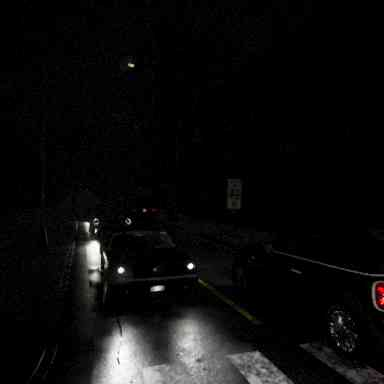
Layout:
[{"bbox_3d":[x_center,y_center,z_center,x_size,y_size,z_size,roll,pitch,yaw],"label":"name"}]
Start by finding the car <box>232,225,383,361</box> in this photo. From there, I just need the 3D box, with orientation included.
[{"bbox_3d":[2.525,1.413,6.387,2.097,1.767,4.553,1,-1,-18],"label":"car"}]

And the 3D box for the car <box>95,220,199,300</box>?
[{"bbox_3d":[-1.391,1.653,8.802,1.895,1.301,4.718,1,-1,-18],"label":"car"}]

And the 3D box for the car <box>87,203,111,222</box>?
[{"bbox_3d":[-8.674,1.804,30.848,1.882,1.535,5.008,1,-1,-18],"label":"car"}]

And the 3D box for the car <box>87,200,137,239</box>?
[{"bbox_3d":[-4.598,1.508,18.511,2.097,1.767,4.553,1,-1,-19],"label":"car"}]

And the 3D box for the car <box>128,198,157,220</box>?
[{"bbox_3d":[-4.394,1.521,27.272,2.150,2.045,5.566,1,-1,-18],"label":"car"}]

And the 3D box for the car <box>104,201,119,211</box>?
[{"bbox_3d":[-12.943,2.219,53.076,1.837,1.490,4.892,1,-3,-19],"label":"car"}]
